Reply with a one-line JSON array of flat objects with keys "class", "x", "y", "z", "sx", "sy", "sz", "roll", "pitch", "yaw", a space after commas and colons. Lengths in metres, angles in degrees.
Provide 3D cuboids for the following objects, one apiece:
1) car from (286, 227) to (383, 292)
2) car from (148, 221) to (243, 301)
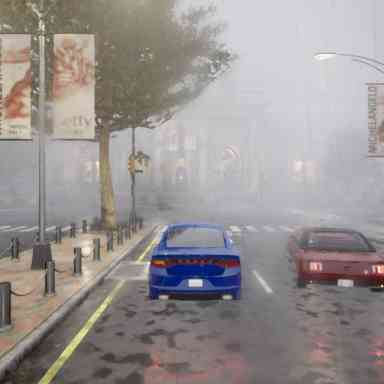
[{"class": "car", "x": 3.679, "y": 1.601, "z": 9.054, "sx": 1.895, "sy": 1.301, "sz": 4.718, "roll": 0, "pitch": 0, "yaw": 13}, {"class": "car", "x": 0.073, "y": 1.478, "z": 8.428, "sx": 1.882, "sy": 1.535, "sz": 5.008, "roll": 0, "pitch": 0, "yaw": 0}]
